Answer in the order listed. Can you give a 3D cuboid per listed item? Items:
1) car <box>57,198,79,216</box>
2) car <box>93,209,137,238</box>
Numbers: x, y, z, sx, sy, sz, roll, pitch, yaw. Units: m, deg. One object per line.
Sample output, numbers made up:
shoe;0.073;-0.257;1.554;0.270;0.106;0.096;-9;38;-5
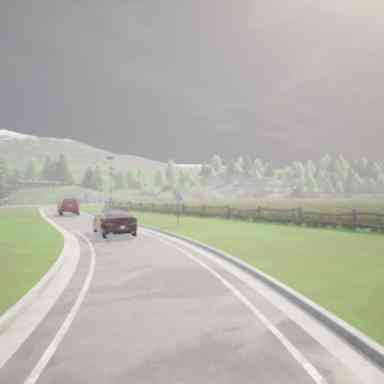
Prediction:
car;-15.254;1.799;40.969;2.150;2.045;5.566;0;-1;-26
car;-4.623;1.734;19.573;1.882;1.535;5.008;0;-1;-24
